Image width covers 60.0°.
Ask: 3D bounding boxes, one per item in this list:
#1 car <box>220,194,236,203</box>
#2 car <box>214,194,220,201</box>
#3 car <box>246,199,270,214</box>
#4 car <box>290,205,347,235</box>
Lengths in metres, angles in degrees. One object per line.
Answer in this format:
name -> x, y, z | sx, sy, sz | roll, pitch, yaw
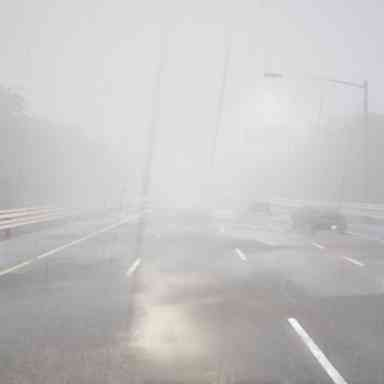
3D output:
car -> 7.189, 1.478, 67.160 | 1.812, 1.442, 4.674 | 0, 0, 0
car -> 7.244, 1.461, 82.255 | 1.812, 1.442, 4.674 | 0, 0, 0
car -> 7.074, 1.477, 35.834 | 1.882, 1.535, 5.008 | 0, 0, 0
car -> 7.022, 1.503, 18.861 | 1.837, 1.490, 4.892 | 0, 0, 0
